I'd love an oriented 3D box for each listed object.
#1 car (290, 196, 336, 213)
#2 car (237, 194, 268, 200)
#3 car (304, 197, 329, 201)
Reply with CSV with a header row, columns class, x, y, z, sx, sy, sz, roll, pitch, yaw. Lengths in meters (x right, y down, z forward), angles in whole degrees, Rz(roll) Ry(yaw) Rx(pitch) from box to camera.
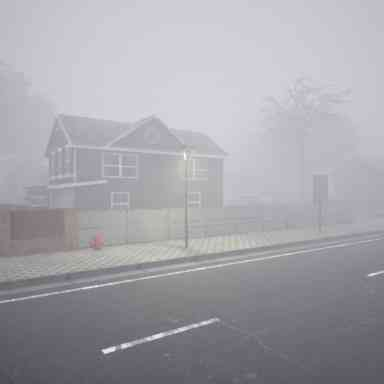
class,x,y,z,sx,sy,sz,roll,pitch,yaw
car,13.763,1.388,38.024,2.097,1.767,4.553,0,0,-35
car,7.805,1.269,41.426,2.150,2.045,5.566,0,0,-35
car,13.514,1.522,33.329,2.128,1.511,4.902,0,0,-35
